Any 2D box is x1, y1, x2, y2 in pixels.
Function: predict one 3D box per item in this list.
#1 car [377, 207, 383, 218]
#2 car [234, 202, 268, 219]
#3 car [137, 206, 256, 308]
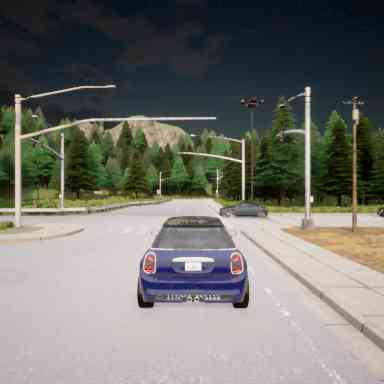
[{"bbox_3d":[18.489,1.552,28.625,4.674,1.442,1.812,0,0,2],"label":"car"},{"bbox_3d":[4.466,1.585,28.859,4.181,1.385,1.994,0,0,1],"label":"car"},{"bbox_3d":[0.040,1.348,8.069,2.097,1.767,4.553,0,0,0],"label":"car"}]
